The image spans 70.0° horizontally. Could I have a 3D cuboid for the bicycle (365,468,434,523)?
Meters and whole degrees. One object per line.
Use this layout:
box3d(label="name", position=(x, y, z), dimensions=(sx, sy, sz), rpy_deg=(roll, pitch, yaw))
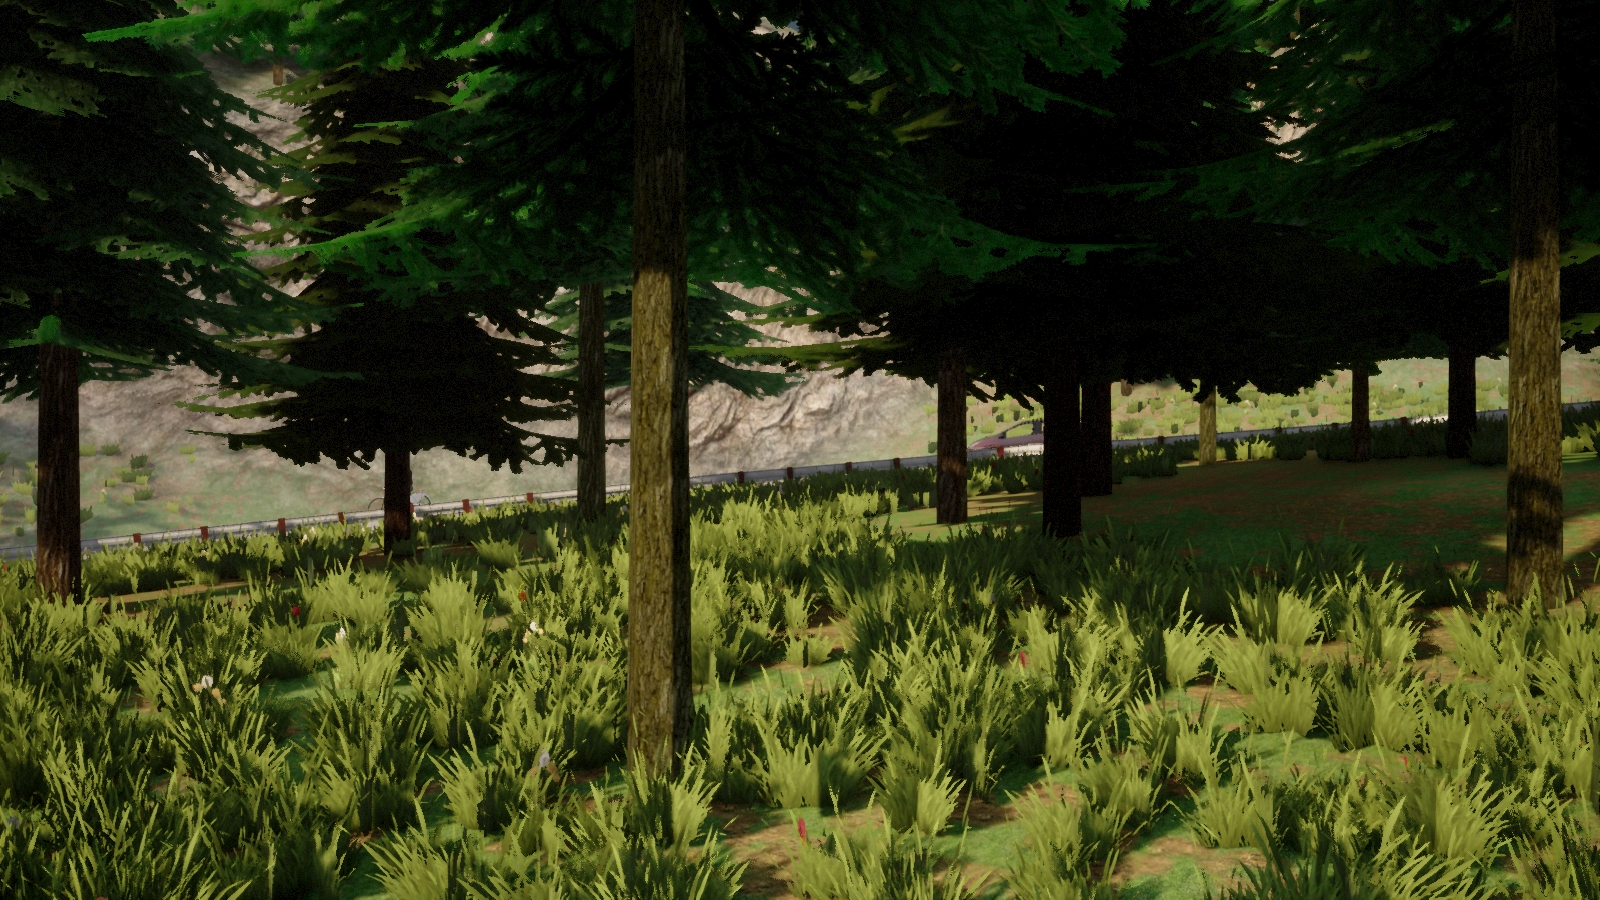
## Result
box3d(label="bicycle", position=(-12.075, 1.355, 34.490), dimensions=(1.835, 1.471, 0.329), rpy_deg=(-5, 2, -29))
